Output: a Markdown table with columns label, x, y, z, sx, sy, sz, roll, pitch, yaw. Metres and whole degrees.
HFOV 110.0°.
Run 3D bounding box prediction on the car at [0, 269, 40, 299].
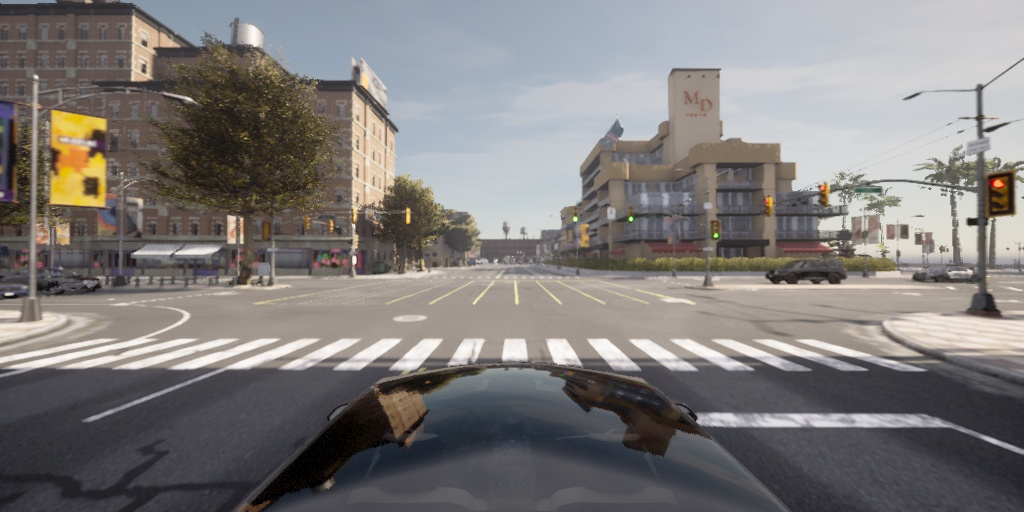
| label | x | y | z | sx | sy | sz | roll | pitch | yaw |
| --- | --- | --- | --- | --- | --- | --- | --- | --- | --- |
| car | -27.746 | 1.519 | 17.932 | 5.357 | 1.411 | 2.033 | 0 | -1 | 0 |

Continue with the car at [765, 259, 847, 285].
| label | x | y | z | sx | sy | sz | roll | pitch | yaw |
| --- | --- | --- | --- | --- | --- | --- | --- | --- | --- |
| car | 23.909 | 1.302 | 29.258 | 5.566 | 2.045 | 2.150 | 0 | -1 | 2 |

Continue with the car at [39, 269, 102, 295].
| label | x | y | z | sx | sy | sz | roll | pitch | yaw |
| --- | --- | --- | --- | --- | --- | --- | --- | --- | --- |
| car | -27.586 | 1.507 | 21.432 | 4.902 | 1.511 | 2.128 | 0 | -1 | 0 |

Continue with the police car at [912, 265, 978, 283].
| label | x | y | z | sx | sy | sz | roll | pitch | yaw |
| --- | --- | --- | --- | --- | --- | --- | --- | --- | --- |
| police car | 39.347 | 1.614 | 32.572 | 4.974 | 1.542 | 2.038 | 0 | -1 | 0 |
